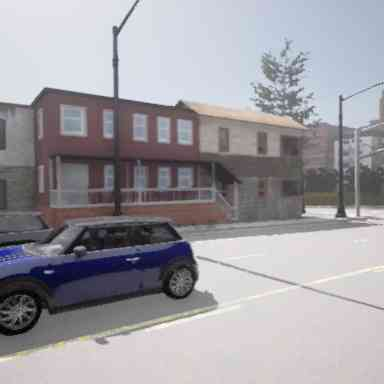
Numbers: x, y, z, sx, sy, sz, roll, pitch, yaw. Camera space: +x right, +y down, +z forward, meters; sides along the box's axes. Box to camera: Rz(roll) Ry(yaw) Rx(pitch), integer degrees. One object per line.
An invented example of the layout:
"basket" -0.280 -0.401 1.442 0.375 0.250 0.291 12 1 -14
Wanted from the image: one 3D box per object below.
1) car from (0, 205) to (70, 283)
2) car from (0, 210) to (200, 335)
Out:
"car" -5.754 1.300 8.498 4.553 1.767 2.097 0 0 -35
"car" -2.117 1.319 6.765 4.553 1.767 2.097 0 0 -35
